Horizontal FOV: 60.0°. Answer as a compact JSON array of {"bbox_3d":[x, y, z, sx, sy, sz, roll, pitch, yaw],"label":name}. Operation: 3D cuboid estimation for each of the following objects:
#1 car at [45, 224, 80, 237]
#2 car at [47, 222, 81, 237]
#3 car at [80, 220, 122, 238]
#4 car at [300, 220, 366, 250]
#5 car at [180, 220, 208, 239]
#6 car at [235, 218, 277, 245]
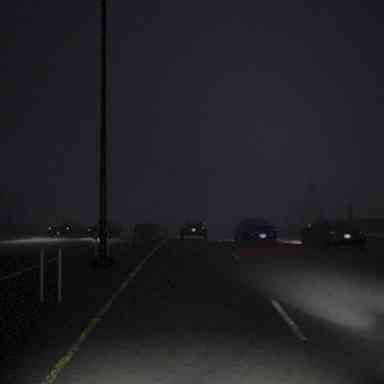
[{"bbox_3d":[-14.025,4.217,36.395,1.895,1.301,4.718,0,-8,1],"label":"car"},{"bbox_3d":[-10.557,3.194,28.498,1.895,1.301,4.718,0,-7,0],"label":"car"},{"bbox_3d":[-7.045,3.013,27.347,2.033,1.411,5.357,0,-6,0],"label":"car"},{"bbox_3d":[7.111,2.132,17.207,1.994,1.385,4.181,0,-4,0],"label":"car"},{"bbox_3d":[0.115,2.756,24.734,1.994,1.385,4.181,0,-6,0],"label":"car"},{"bbox_3d":[3.612,2.239,19.242,1.812,1.442,4.674,0,-4,0],"label":"car"}]
